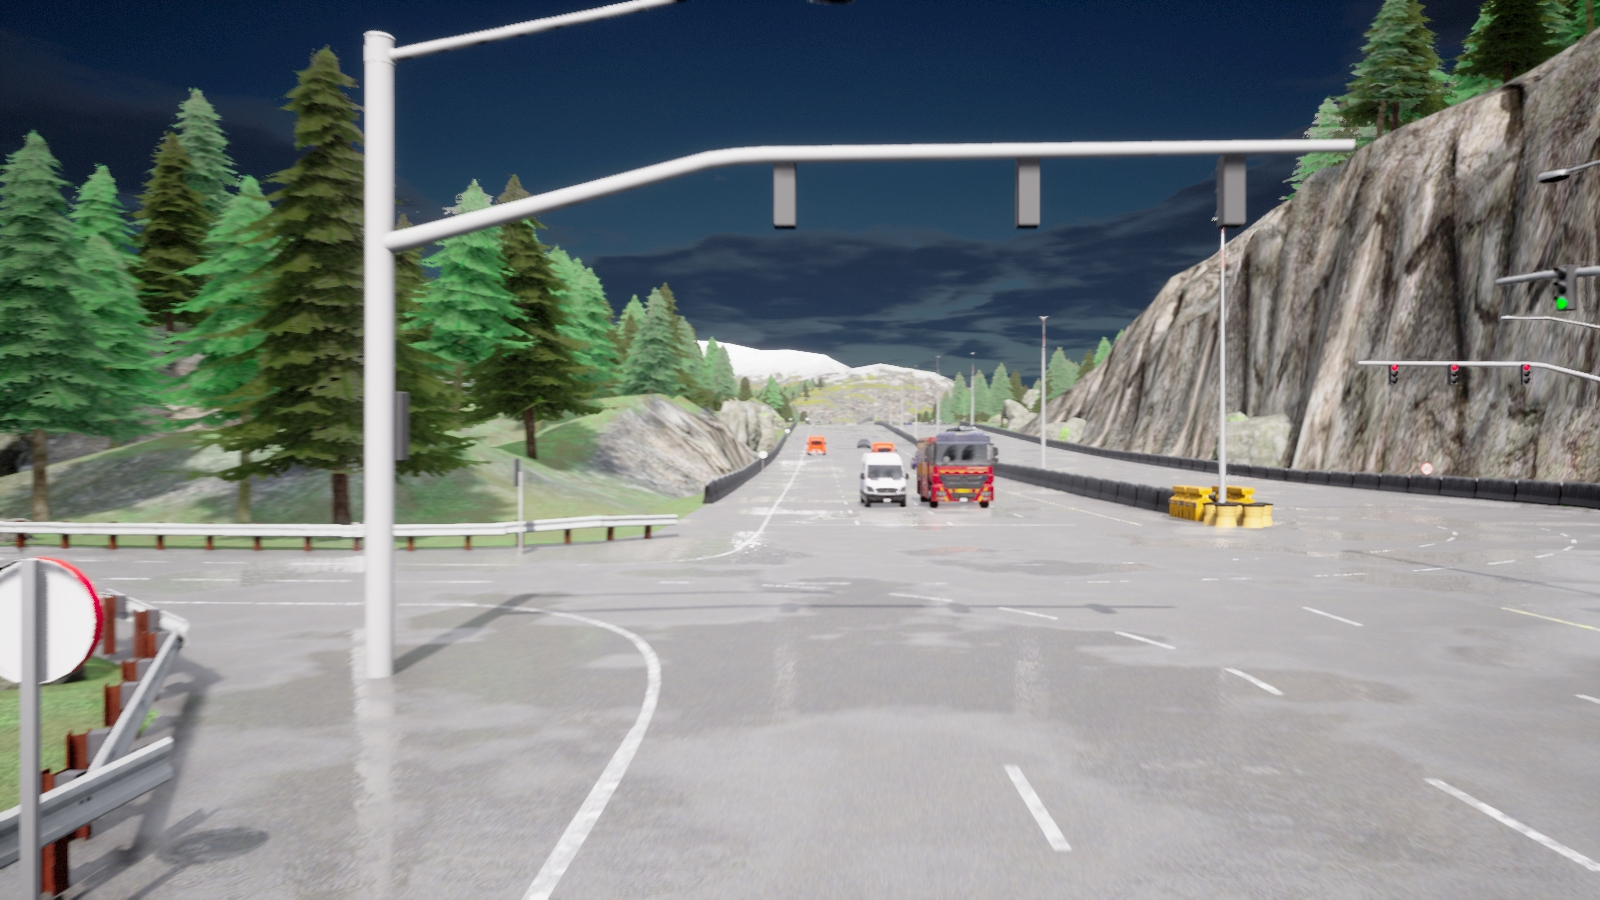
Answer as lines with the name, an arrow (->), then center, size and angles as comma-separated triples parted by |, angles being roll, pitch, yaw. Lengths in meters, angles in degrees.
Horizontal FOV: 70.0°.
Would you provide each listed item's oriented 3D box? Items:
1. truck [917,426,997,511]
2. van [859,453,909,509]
truck -> 7.578, 0.818, 56.192 | 2.891, 3.827, 8.468 | 0, 0, 1
van -> 4.069, 1.461, 56.327 | 1.988, 2.561, 5.915 | 0, 0, 0
